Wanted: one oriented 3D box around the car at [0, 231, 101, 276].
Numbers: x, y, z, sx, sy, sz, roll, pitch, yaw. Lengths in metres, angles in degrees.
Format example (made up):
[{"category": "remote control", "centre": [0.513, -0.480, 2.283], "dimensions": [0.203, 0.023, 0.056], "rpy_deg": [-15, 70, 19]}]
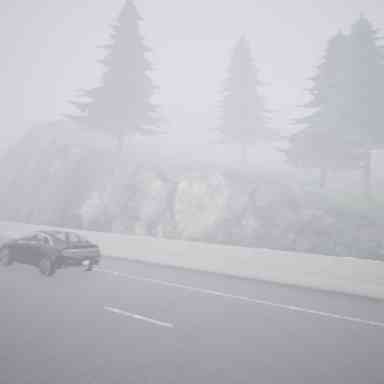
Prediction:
[{"category": "car", "centre": [-5.666, 2.260, 13.068], "dimensions": [4.902, 1.511, 2.128], "rpy_deg": [0, -5, 36]}]
